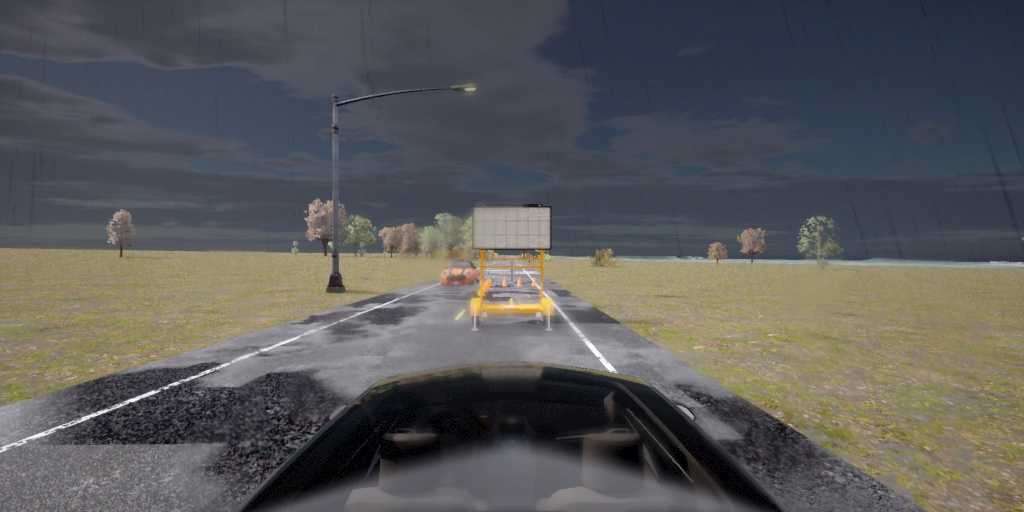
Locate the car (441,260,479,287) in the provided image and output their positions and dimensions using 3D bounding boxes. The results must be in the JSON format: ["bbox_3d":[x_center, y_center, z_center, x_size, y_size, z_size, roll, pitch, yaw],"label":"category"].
[{"bbox_3d":[-3.507,1.103,24.721,2.097,1.767,4.553,0,0,0],"label":"car"}]

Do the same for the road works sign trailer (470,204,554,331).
[{"bbox_3d":[-0.003,0.215,11.018,2.380,3.560,2.880,0,0,0],"label":"road works sign trailer"}]
